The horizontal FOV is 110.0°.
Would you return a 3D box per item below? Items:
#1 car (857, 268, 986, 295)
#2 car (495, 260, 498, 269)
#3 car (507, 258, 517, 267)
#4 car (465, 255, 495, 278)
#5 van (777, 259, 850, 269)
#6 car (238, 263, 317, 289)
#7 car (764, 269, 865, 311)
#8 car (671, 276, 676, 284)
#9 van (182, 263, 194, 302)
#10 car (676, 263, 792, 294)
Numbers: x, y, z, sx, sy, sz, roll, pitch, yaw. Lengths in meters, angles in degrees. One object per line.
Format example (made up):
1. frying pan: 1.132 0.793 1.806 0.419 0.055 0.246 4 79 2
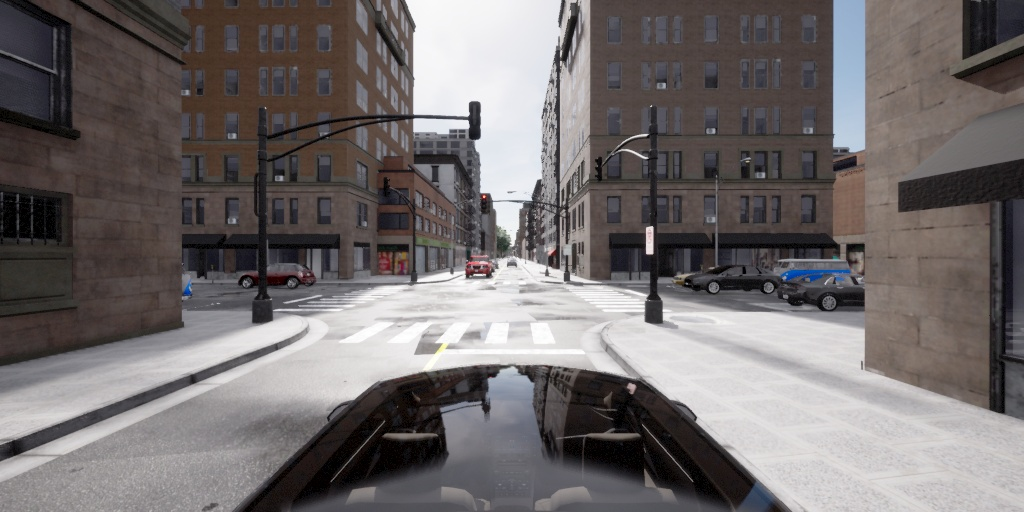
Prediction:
1. car: 21.959 1.346 19.378 4.718 1.301 1.895 0 0 1
2. car: -3.105 1.259 44.443 1.812 1.442 4.674 0 0 0
3. car: -0.008 1.260 63.799 2.033 1.411 5.357 0 0 0
4. car: -3.102 0.962 34.259 2.150 2.045 5.566 0 0 0
5. van: 18.258 1.081 21.986 3.998 1.789 1.690 0 0 1
6. car: -14.605 1.172 22.323 4.097 1.591 1.967 0 0 1
7. car: 12.520 1.305 13.519 4.403 1.370 2.007 0 0 1
8. car: 12.419 1.264 22.046 4.829 1.417 1.751 0 0 1
9. van: -14.675 1.089 13.798 3.998 1.789 1.690 0 0 1
10. car: 11.926 1.248 19.494 4.892 1.490 1.837 0 0 -1
